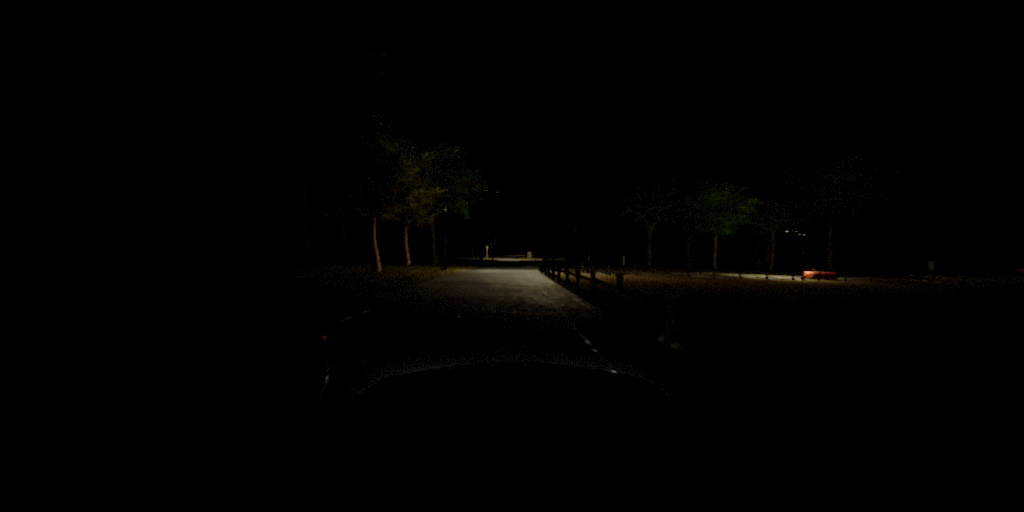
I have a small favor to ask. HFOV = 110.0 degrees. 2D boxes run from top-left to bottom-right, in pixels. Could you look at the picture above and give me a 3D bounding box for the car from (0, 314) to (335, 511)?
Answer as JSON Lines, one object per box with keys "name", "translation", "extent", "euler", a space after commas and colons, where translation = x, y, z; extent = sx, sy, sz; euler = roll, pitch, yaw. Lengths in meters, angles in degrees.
{"name": "car", "translation": [-3.561, 1.315, 3.481], "extent": [1.994, 1.385, 4.181], "euler": [0, 0, 0]}
